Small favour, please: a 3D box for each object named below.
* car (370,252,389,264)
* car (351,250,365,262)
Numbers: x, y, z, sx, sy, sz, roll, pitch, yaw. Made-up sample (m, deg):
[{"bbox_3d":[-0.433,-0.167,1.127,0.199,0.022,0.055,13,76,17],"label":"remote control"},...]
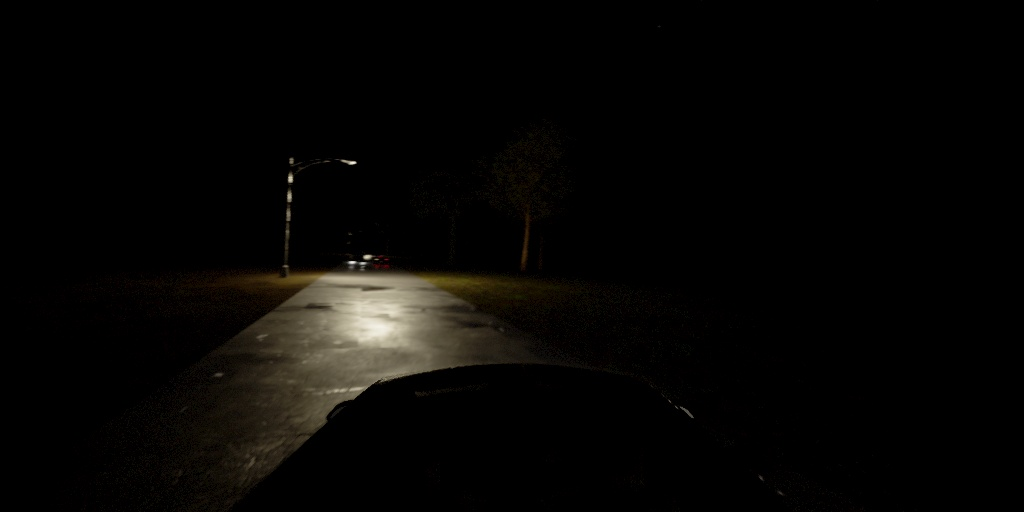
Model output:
[{"bbox_3d":[-18.232,0.451,49.817,1.895,1.301,4.718,3,0,-23],"label":"car"},{"bbox_3d":[-23.200,0.088,54.275,1.837,1.490,4.892,3,0,-22],"label":"car"}]
